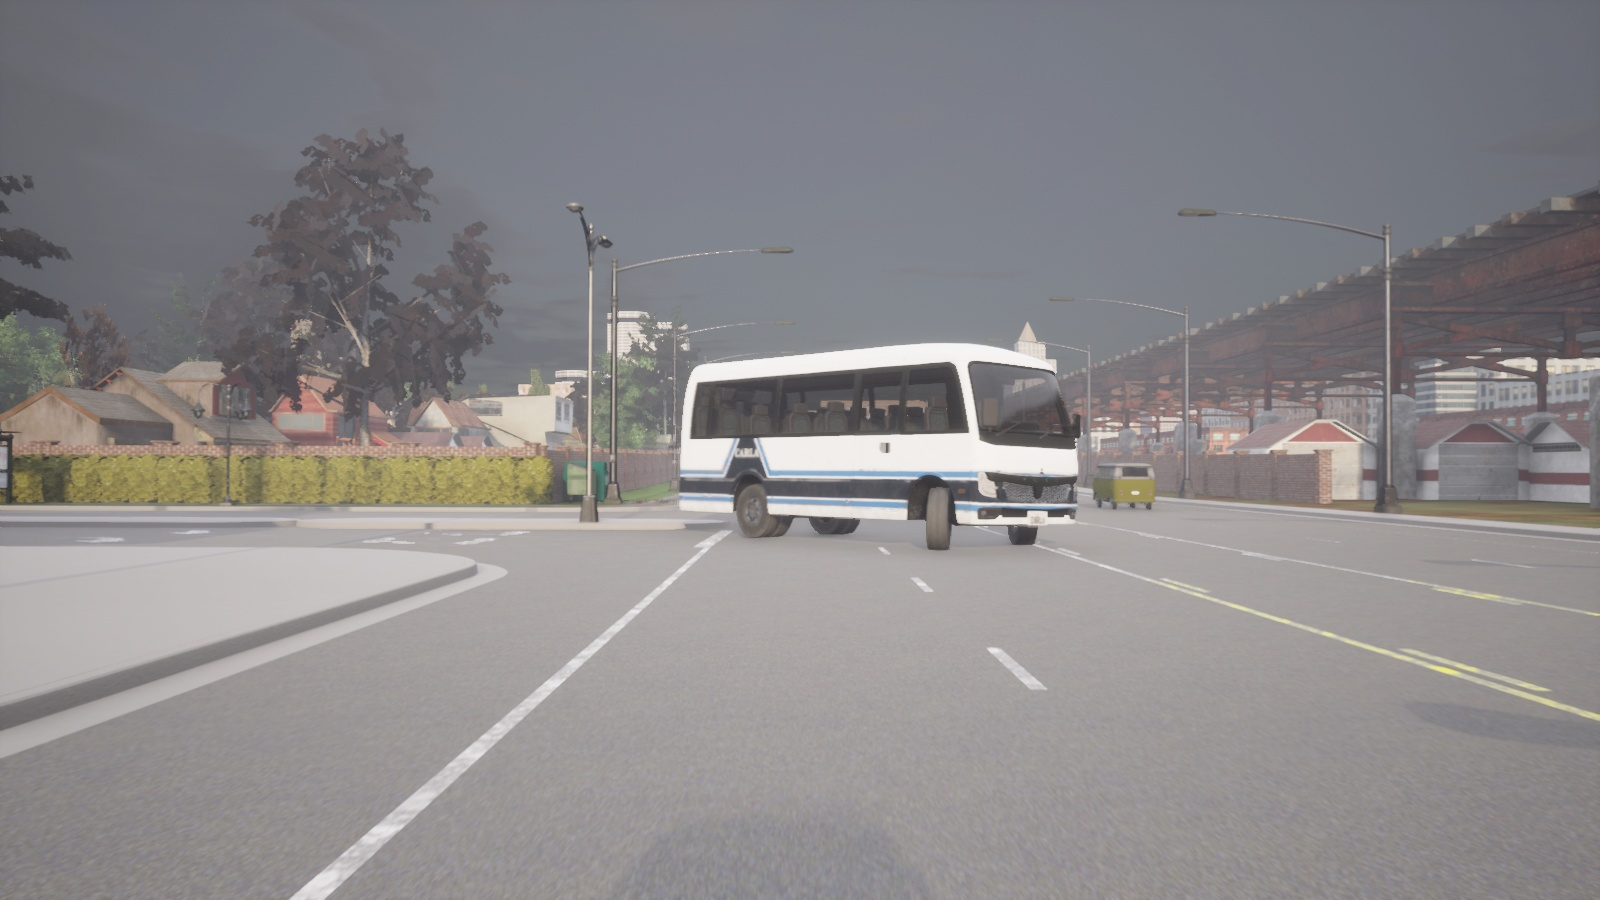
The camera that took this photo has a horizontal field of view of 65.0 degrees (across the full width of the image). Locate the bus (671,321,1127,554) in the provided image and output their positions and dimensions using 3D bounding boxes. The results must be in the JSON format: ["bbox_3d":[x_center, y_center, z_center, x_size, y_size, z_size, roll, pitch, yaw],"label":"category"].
[{"bbox_3d":[1.752,-0.101,27.993,3.944,4.253,10.273,2,-2,-41],"label":"bus"}]

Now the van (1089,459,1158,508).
[{"bbox_3d":[13.785,1.413,53.723,1.775,1.987,4.442,0,-1,0],"label":"van"}]
